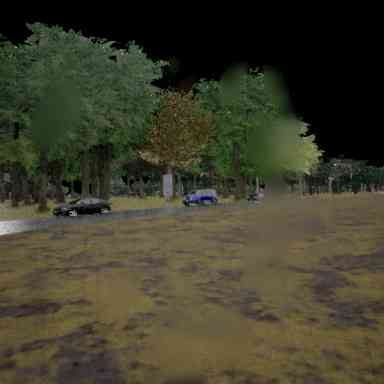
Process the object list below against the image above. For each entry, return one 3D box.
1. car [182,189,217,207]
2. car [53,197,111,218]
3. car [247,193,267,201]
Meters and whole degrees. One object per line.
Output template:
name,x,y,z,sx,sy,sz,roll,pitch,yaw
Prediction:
car,1.057,0.704,41.680,2.150,2.045,5.566,-3,-1,35
car,-8.998,1.228,27.455,1.882,1.535,5.008,-3,0,35
car,10.796,0.797,55.286,1.994,1.385,4.181,-3,-1,35
